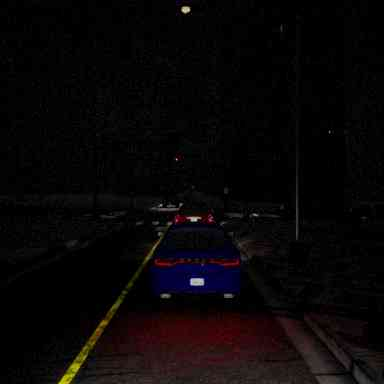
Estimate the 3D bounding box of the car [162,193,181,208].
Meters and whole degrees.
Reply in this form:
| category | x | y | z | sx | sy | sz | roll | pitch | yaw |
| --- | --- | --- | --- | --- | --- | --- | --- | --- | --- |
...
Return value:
| category | x | y | z | sx | sy | sz | roll | pitch | yaw |
| --- | --- | --- | --- | --- | --- | --- | --- | --- | --- |
| car | -3.099 | 1.218 | 49.296 | 2.150 | 2.045 | 5.566 | 0 | 0 | 0 |

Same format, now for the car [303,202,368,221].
| category | x | y | z | sx | sy | sz | roll | pitch | yaw |
| --- | --- | --- | --- | --- | --- | --- | --- | --- | --- |
| car | 12.131 | 1.772 | 28.339 | 4.313 | 1.339 | 1.947 | 1 | -1 | 0 |

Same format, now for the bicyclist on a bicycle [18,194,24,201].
| category | x | y | z | sx | sy | sz | roll | pitch | yaw |
| --- | --- | --- | --- | --- | --- | --- | --- | --- | --- |
| bicyclist on a bicycle | -20.502 | 1.027 | 39.724 | 0.582 | 1.620 | 1.656 | 1 | 0 | 0 |

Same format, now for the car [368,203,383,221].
| category | x | y | z | sx | sy | sz | roll | pitch | yaw |
| --- | --- | --- | --- | --- | --- | --- | --- | --- | --- |
| car | 17.944 | 1.822 | 28.340 | 4.829 | 1.417 | 1.752 | 1 | -1 | 0 |

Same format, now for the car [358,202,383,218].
| category | x | y | z | sx | sy | sz | roll | pitch | yaw |
| --- | --- | --- | --- | --- | --- | --- | --- | --- | --- |
| car | 19.914 | 1.849 | 34.191 | 4.674 | 1.442 | 1.812 | 1 | 0 | 0 |

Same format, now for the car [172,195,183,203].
| category | x | y | z | sx | sy | sz | roll | pitch | yaw |
| --- | --- | --- | --- | --- | --- | --- | --- | --- | --- |
| car | -3.018 | 1.487 | 69.446 | 2.128 | 1.511 | 4.902 | 0 | 0 | 0 |

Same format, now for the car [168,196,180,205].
| category | x | y | z | sx | sy | sz | roll | pitch | yaw |
| --- | --- | --- | --- | --- | --- | --- | --- | --- | --- |
| car | -3.087 | 1.522 | 59.127 | 1.812 | 1.442 | 4.674 | 0 | 0 | 1 |

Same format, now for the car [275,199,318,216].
| category | x | y | z | sx | sy | sz | roll | pitch | yaw |
| --- | --- | --- | --- | --- | --- | --- | --- | --- | --- |
| car | 10.947 | 1.537 | 34.188 | 4.553 | 1.767 | 2.097 | 1 | 0 | 0 |

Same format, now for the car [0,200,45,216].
| category | x | y | z | sx | sy | sz | roll | pitch | yaw |
| --- | --- | --- | --- | --- | --- | --- | --- | --- | --- |
| car | -14.777 | 1.365 | 28.240 | 4.403 | 1.369 | 2.008 | 1 | -1 | 0 |

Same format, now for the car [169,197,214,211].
| category | x | y | z | sx | sy | sz | roll | pitch | yaw |
| --- | --- | --- | --- | --- | --- | --- | --- | --- | --- |
| car | 0.118 | 1.350 | 17.653 | 2.097 | 1.767 | 4.553 | 0 | 0 | 1 |

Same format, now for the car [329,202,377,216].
| category | x | y | z | sx | sy | sz | roll | pitch | yaw |
| --- | --- | --- | --- | --- | --- | --- | --- | --- | --- |
| car | 17.781 | 1.839 | 36.864 | 4.403 | 1.369 | 2.008 | 1 | -1 | 0 |

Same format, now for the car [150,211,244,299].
| category | x | y | z | sx | sy | sz | roll | pitch | yaw |
| --- | --- | --- | --- | --- | --- | --- | --- | --- | --- |
| car | 0.099 | 1.477 | 8.499 | 1.882 | 1.535 | 5.008 | 0 | 0 | 0 |
